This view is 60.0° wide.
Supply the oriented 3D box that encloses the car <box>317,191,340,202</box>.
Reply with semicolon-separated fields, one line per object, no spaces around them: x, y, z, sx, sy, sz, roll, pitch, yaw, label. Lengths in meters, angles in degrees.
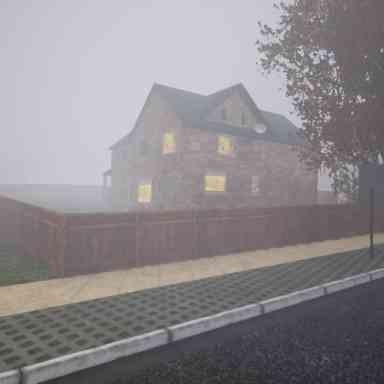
19.057;0.561;46.798;1.994;1.385;4.181;1;2;-3;car
